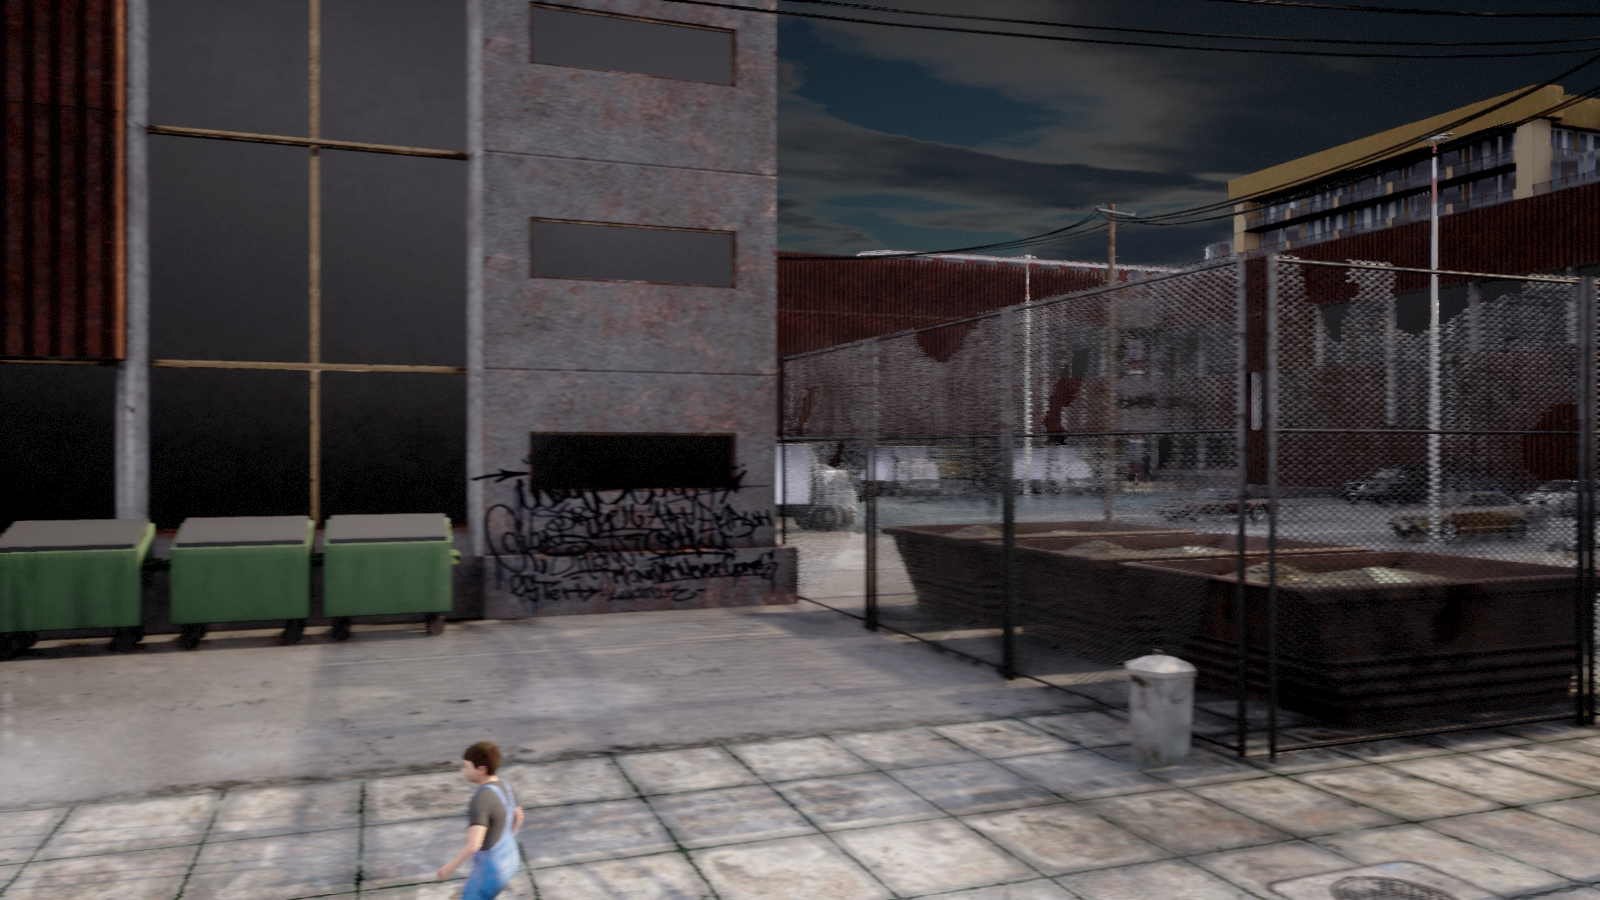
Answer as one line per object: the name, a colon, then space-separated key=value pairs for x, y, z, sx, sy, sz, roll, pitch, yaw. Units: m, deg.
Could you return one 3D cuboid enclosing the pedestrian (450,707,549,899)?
pedestrian: x=-1.488 y=1.976 z=5.688 sx=0.375 sy=1.300 sz=0.375 roll=0 pitch=0 yaw=5
